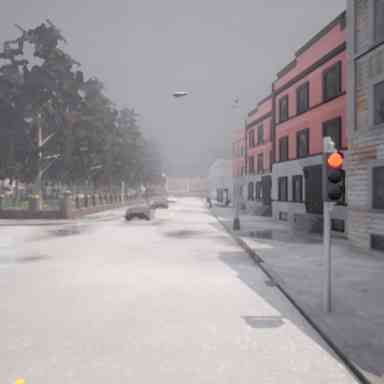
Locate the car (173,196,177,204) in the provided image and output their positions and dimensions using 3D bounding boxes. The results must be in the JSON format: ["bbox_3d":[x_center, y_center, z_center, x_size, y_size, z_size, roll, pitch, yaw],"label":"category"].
[{"bbox_3d":[-3.949,1.472,63.276,1.812,1.442,4.674,0,0,1],"label":"car"}]

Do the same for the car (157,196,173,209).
[{"bbox_3d":[-4.030,1.510,44.369,2.033,1.411,5.357,0,0,0],"label":"car"}]

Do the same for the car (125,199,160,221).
[{"bbox_3d":[-4.061,1.525,26.912,2.033,1.411,5.357,0,0,0],"label":"car"}]
